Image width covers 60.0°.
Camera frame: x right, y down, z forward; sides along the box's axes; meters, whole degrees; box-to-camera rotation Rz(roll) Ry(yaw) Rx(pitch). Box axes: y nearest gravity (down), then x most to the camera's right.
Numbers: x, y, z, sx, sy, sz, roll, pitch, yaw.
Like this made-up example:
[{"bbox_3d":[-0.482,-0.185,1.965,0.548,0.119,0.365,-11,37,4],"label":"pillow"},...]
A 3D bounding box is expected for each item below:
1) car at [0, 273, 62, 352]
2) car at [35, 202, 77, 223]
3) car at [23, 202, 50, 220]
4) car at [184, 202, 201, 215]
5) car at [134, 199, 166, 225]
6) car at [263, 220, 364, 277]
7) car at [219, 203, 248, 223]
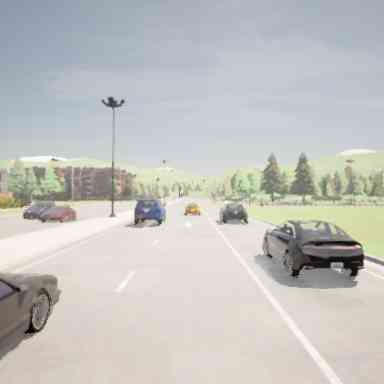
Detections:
[{"bbox_3d":[-3.399,1.599,3.869,2.033,1.411,5.357,0,-1,0],"label":"car"},{"bbox_3d":[-11.562,1.908,29.238,1.812,1.442,4.674,0,-1,0],"label":"car"},{"bbox_3d":[-15.024,1.788,33.405,2.097,1.767,4.553,0,-1,0],"label":"car"},{"bbox_3d":[0.091,2.023,41.374,1.882,1.535,5.008,0,-1,0],"label":"car"},{"bbox_3d":[-3.406,1.584,27.546,2.150,2.045,5.566,0,-1,0],"label":"car"},{"bbox_3d":[3.599,1.634,10.676,2.128,1.511,4.902,0,-1,0],"label":"car"},{"bbox_3d":[3.594,1.741,29.477,2.097,1.767,4.553,0,-1,0],"label":"car"}]
